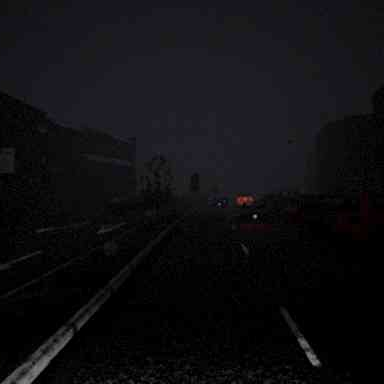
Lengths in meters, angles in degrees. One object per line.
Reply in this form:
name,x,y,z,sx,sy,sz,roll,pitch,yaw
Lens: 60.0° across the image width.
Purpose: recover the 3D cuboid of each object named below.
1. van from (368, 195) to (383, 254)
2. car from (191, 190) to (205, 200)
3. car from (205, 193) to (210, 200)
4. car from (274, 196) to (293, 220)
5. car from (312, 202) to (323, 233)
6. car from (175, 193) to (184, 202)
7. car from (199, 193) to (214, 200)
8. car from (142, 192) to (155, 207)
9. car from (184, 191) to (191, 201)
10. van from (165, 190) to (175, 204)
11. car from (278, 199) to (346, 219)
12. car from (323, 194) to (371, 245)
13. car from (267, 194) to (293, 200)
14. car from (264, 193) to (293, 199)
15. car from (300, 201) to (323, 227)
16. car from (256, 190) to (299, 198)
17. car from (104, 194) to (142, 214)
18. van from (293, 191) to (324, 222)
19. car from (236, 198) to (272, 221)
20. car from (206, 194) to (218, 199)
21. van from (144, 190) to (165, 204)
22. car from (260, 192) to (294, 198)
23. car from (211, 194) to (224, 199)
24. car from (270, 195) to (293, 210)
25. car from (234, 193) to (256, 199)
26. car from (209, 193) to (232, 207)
van,8.065,1.196,9.896,4.442,1.987,1.878,0,0,3
car,0.456,0.670,69.894,2.435,2.045,5.566,0,-1,15
car,1.956,0.846,75.299,2.185,1.767,4.553,0,-1,16
car,8.859,1.274,23.415,5.366,1.575,1.946,0,1,5
car,8.421,1.401,15.361,4.792,1.488,2.163,0,1,4
car,-3.269,0.949,53.729,2.002,1.452,4.674,0,0,12
car,3.561,1.045,80.699,2.231,1.521,4.892,0,-1,18
car,-6.088,1.120,37.304,2.163,1.488,4.792,0,1,9
car,-2.127,0.931,59.153,2.002,1.452,4.674,0,0,13
van,-4.354,0.725,48.161,1.878,1.987,4.442,0,0,11
car,9.302,1.283,26.115,4.674,1.452,2.002,0,1,6
car,8.336,1.148,12.632,5.566,2.045,2.435,0,1,3
car,9.923,1.195,31.538,4.792,1.488,2.163,0,1,7
car,10.227,1.125,34.253,4.892,1.521,2.231,0,1,8
car,8.614,1.383,17.969,4.674,1.452,2.002,0,1,4
car,11.872,0.713,45.180,5.566,2.045,2.435,0,1,10
car,-6.784,1.165,31.855,2.097,1.535,5.008,0,1,7
van,8.933,1.086,20.663,4.442,1.987,1.878,0,1,5
car,4.546,1.375,25.069,1.895,1.301,4.718,0,1,5
car,5.222,1.171,85.859,2.002,1.452,4.674,0,-1,19
van,-5.276,0.788,42.700,1.878,1.987,4.442,0,1,10
car,10.985,1.065,39.790,4.792,1.488,2.163,0,1,9
car,7.025,1.251,91.075,2.163,1.488,4.792,0,-1,20
car,9.554,1.235,28.834,4.792,1.488,2.163,0,1,7
car,6.736,0.878,42.274,2.097,1.767,4.553,0,1,9
car,3.607,1.138,41.817,1.895,1.301,4.718,0,1,9
